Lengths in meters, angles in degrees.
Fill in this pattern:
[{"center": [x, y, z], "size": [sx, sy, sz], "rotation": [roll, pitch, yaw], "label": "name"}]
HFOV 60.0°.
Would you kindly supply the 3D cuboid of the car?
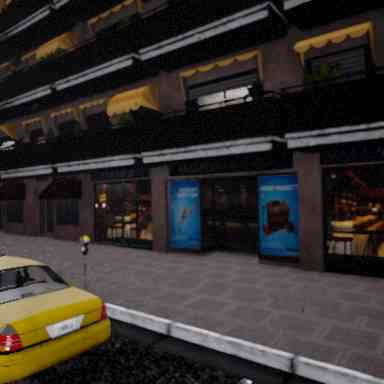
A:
[{"center": [-3.385, 1.592, 5.301], "size": [4.829, 1.417, 1.752], "rotation": [-1, -1, 35], "label": "car"}]
